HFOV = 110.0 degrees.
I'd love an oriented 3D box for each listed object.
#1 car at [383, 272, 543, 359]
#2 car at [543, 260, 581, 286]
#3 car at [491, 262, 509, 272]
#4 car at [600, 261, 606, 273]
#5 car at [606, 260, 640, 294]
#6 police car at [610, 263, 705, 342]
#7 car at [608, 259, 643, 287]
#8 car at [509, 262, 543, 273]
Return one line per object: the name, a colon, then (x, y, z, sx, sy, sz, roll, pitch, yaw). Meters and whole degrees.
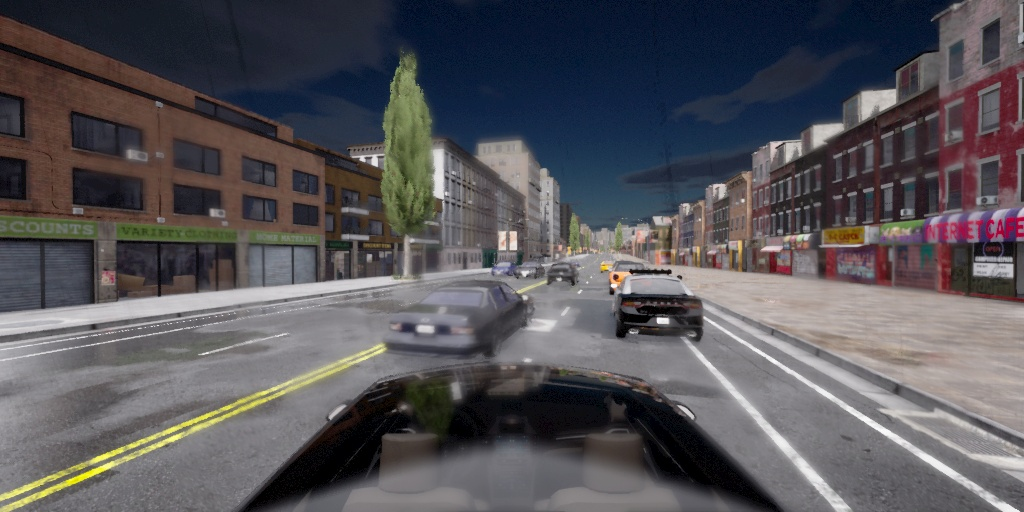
car: (-0.816, 1.296, 8.532, 2.033, 1.411, 5.357, 0, 0, 15)
car: (3.732, 1.262, 25.664, 1.837, 1.490, 4.892, 0, 0, 15)
car: (-0.648, 1.305, 35.325, 1.812, 1.442, 4.674, 0, 0, 15)
car: (12.241, 1.327, 45.352, 1.882, 1.535, 5.008, 0, 0, 15)
car: (6.400, 1.099, 19.637, 2.097, 1.767, 4.553, 0, 0, 15)
police car: (3.870, 1.173, 10.106, 1.930, 1.638, 5.238, 0, 0, 15)
car: (7.939, 1.108, 25.437, 2.097, 1.767, 4.553, 0, 0, 15)
car: (1.641, 1.259, 31.223, 2.128, 1.511, 4.902, 0, 0, 15)
